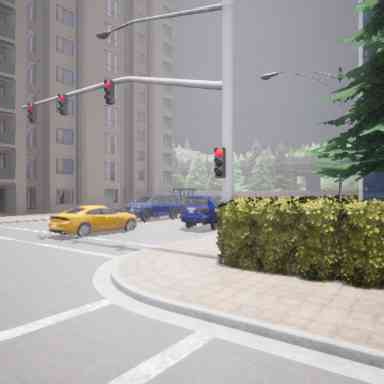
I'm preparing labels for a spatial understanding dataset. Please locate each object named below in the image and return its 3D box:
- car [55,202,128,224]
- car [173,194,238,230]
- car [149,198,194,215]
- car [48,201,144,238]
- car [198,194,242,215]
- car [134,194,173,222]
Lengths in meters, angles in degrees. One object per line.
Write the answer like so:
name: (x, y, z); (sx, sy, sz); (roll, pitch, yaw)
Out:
car: (-7.847, 1.547, 26.530); (2.033, 1.411, 5.357); (0, 0, 36)
car: (1.549, 1.221, 21.251); (2.150, 2.045, 5.566); (0, 0, 36)
car: (-2.043, 1.478, 34.439); (1.882, 1.535, 5.008); (0, 0, 36)
car: (-5.168, 1.477, 17.996); (1.882, 1.535, 5.008); (0, 0, 36)
car: (3.119, 1.221, 35.551); (2.150, 2.045, 5.566); (0, 0, 36)
car: (-3.225, 1.221, 26.916); (2.150, 2.045, 5.566); (0, 0, 36)
